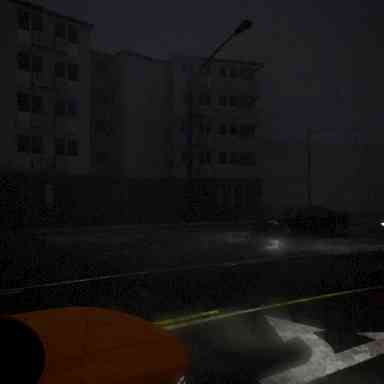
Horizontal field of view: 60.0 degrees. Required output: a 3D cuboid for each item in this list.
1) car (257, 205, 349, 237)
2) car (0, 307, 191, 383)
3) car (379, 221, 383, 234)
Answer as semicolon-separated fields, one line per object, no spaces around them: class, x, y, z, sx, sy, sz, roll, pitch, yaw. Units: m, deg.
car;5.880;1.477;17.704;5.008;1.535;1.882;0;0;-17
car;-2.278;1.478;1.997;5.008;1.535;1.882;0;0;-36
car;11.327;1.601;15.635;4.718;1.301;1.895;0;0;-14
